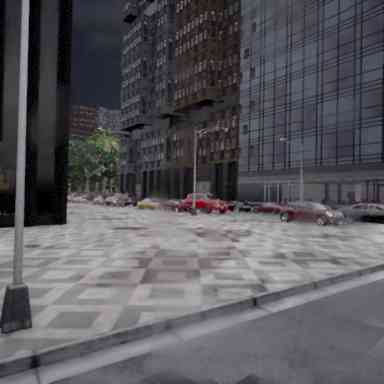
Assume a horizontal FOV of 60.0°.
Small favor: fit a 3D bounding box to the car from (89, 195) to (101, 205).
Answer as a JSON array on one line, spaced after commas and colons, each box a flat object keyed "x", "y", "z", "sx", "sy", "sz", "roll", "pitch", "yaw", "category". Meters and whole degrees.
[{"x": -14.480, "y": 1.521, "z": 53.033, "sx": 1.802, "sy": 1.307, "sz": 4.206, "roll": 2, "pitch": -1, "yaw": -36, "category": "car"}]

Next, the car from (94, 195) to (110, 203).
[{"x": -20.492, "y": 1.501, "z": 75.438, "sx": 2.097, "sy": 1.767, "sz": 4.553, "roll": 2, "pitch": -1, "yaw": -36, "category": "car"}]

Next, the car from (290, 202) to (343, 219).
[{"x": 11.618, "y": 1.709, "z": 31.219, "sx": 1.947, "sy": 1.339, "sz": 4.313, "roll": 2, "pitch": -1, "yaw": -36, "category": "car"}]

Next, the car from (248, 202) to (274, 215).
[{"x": 8.424, "y": 1.728, "z": 35.680, "sx": 1.802, "sy": 1.307, "sz": 4.206, "roll": 2, "pitch": -1, "yaw": -36, "category": "car"}]

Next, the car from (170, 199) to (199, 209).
[{"x": -1.157, "y": 1.707, "z": 49.064, "sx": 2.008, "sy": 1.369, "sz": 4.403, "roll": 2, "pitch": -1, "yaw": -36, "category": "car"}]

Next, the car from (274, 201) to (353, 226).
[{"x": 7.866, "y": 1.360, "z": 21.826, "sx": 1.967, "sy": 1.590, "sz": 4.097, "roll": 2, "pitch": -1, "yaw": -37, "category": "car"}]

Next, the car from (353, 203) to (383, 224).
[{"x": 11.962, "y": 1.492, "z": 21.546, "sx": 2.128, "sy": 1.511, "sz": 4.902, "roll": 2, "pitch": -1, "yaw": -44, "category": "car"}]

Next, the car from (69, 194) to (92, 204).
[{"x": -20.768, "y": 1.464, "z": 61.820, "sx": 1.752, "sy": 1.417, "sz": 4.829, "roll": 2, "pitch": -1, "yaw": -36, "category": "car"}]

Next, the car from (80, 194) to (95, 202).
[{"x": -26.703, "y": 1.473, "z": 84.760, "sx": 2.192, "sy": 1.841, "sz": 5.009, "roll": 2, "pitch": -1, "yaw": -36, "category": "car"}]

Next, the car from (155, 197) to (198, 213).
[{"x": -1.701, "y": 1.474, "z": 35.185, "sx": 1.887, "sy": 1.381, "sz": 4.507, "roll": 2, "pitch": -1, "yaw": -36, "category": "car"}]

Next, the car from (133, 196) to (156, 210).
[{"x": -4.796, "y": 1.458, "z": 39.509, "sx": 1.752, "sy": 1.417, "sz": 4.829, "roll": 2, "pitch": -1, "yaw": -36, "category": "car"}]

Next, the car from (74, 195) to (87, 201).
[{"x": -30.000, "y": 1.682, "z": 89.356, "sx": 1.752, "sy": 1.417, "sz": 4.829, "roll": 2, "pitch": -1, "yaw": -36, "category": "car"}]

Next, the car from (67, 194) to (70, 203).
[{"x": -24.060, "y": 1.378, "z": 66.422, "sx": 1.967, "sy": 1.590, "sz": 4.097, "roll": 2, "pitch": -1, "yaw": -36, "category": "car"}]

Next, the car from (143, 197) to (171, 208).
[{"x": -5.324, "y": 1.579, "z": 50.216, "sx": 2.128, "sy": 1.511, "sz": 4.902, "roll": 2, "pitch": -1, "yaw": -35, "category": "car"}]

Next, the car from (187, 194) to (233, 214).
[{"x": 1.428, "y": 1.221, "z": 35.403, "sx": 2.150, "sy": 2.045, "sz": 5.566, "roll": 2, "pitch": -1, "yaw": -36, "category": "car"}]

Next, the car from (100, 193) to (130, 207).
[{"x": -11.283, "y": 1.378, "z": 48.573, "sx": 1.967, "sy": 1.590, "sz": 4.097, "roll": 2, "pitch": -1, "yaw": -36, "category": "car"}]

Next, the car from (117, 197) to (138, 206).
[{"x": -11.414, "y": 1.614, "z": 58.650, "sx": 1.812, "sy": 1.442, "sz": 4.674, "roll": 2, "pitch": -1, "yaw": -36, "category": "car"}]

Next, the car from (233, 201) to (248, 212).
[{"x": 5.231, "y": 1.716, "z": 40.141, "sx": 1.947, "sy": 1.339, "sz": 4.313, "roll": 2, "pitch": -1, "yaw": -36, "category": "car"}]

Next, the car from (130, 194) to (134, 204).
[{"x": -10.351, "y": 1.236, "z": 52.011, "sx": 2.150, "sy": 2.045, "sz": 5.566, "roll": 2, "pitch": -1, "yaw": -35, "category": "car"}]

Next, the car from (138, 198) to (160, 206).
[{"x": -7.545, "y": 1.710, "z": 57.988, "sx": 2.008, "sy": 1.369, "sz": 4.403, "roll": 2, "pitch": -1, "yaw": -36, "category": "car"}]
